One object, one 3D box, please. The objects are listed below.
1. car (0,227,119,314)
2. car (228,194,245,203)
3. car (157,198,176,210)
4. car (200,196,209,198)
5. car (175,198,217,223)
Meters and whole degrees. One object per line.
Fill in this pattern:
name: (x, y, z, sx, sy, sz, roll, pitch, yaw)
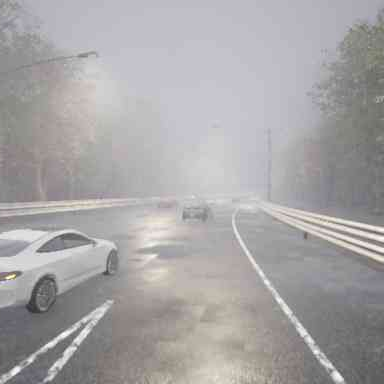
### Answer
car: (-3.312, 1.518, 7.570, 1.812, 1.442, 4.674, 0, 0, 12)
car: (9.303, 1.589, 69.361, 2.033, 1.411, 5.357, 0, 0, 12)
car: (-3.157, 1.501, 43.332, 1.812, 1.442, 4.674, 0, 0, 12)
car: (3.071, 1.612, 56.338, 1.895, 1.301, 4.718, 0, 0, 12)
car: (0.504, 1.510, 26.256, 2.128, 1.511, 4.902, 0, 0, 12)
